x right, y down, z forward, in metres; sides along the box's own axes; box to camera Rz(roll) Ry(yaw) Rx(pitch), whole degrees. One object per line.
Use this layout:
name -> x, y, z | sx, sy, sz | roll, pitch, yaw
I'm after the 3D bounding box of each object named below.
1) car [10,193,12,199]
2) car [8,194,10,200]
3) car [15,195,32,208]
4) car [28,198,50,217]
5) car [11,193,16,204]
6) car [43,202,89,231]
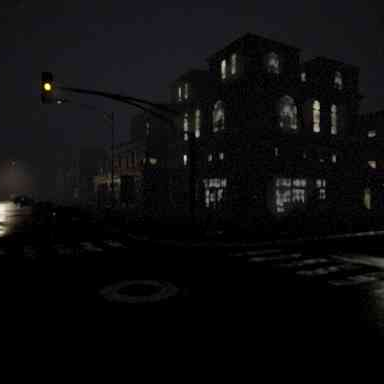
car -> -30.118, 1.286, 57.960 | 2.008, 1.369, 4.403 | 0, 0, -31
car -> -35.779, 1.274, 67.441 | 1.802, 1.307, 4.206 | 0, 0, -31
car -> -21.626, 1.352, 43.736 | 2.008, 1.369, 4.403 | 0, 0, -31
car -> -13.133, 1.451, 29.512 | 1.802, 1.307, 4.206 | 0, 0, -31
car -> -27.286, 1.197, 53.218 | 1.967, 1.590, 4.097 | 0, 0, -31
car -> -7.473, 1.482, 20.031 | 1.947, 1.339, 4.313 | 0, 0, -31
